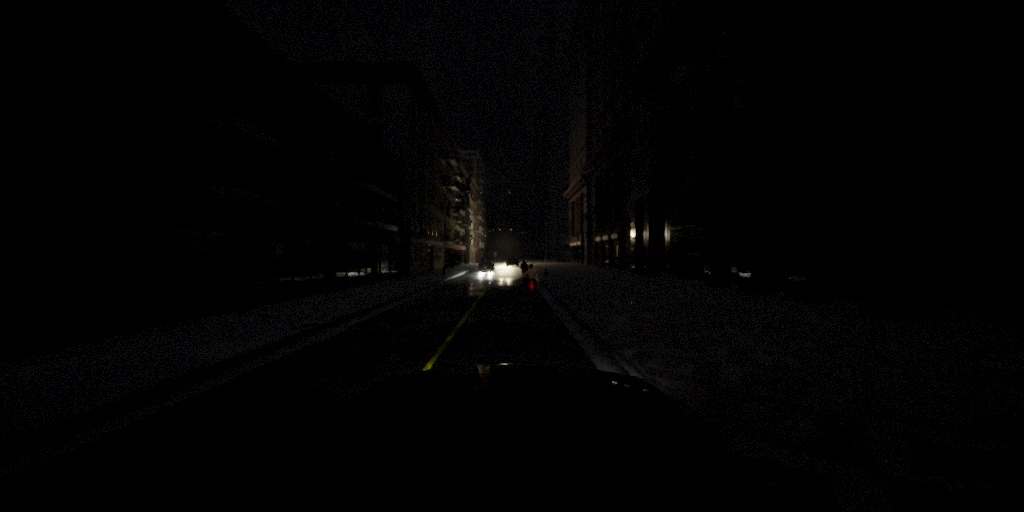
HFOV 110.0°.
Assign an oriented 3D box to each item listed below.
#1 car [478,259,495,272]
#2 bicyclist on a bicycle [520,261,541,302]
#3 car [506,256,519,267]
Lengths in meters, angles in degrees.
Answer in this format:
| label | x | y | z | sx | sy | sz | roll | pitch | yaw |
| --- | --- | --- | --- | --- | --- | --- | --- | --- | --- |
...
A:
| label | x | y | z | sx | sy | sz | roll | pitch | yaw |
| --- | --- | --- | --- | --- | --- | --- | --- | --- | --- |
| car | -3.073 | 1.081 | 43.798 | 2.128 | 1.511 | 4.902 | 0 | 0 | 0 |
| bicyclist on a bicycle | 0.838 | 1.132 | 15.584 | 0.866 | 1.612 | 1.509 | 0 | 0 | 0 |
| car | 0.091 | 0.891 | 61.508 | 2.097 | 1.767 | 4.553 | 0 | 0 | 0 |
